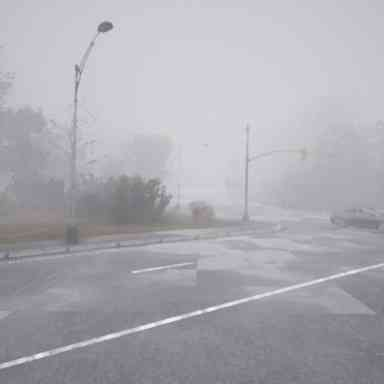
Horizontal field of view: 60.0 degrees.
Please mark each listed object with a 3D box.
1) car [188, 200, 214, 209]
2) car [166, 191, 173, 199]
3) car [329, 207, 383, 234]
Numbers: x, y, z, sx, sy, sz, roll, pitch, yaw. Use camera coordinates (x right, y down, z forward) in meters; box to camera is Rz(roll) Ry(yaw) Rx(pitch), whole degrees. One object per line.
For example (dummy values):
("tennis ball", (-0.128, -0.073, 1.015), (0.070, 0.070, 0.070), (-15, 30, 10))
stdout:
("car", (1.109, 1.655, 41.145), (1.895, 1.301, 4.718), (2, 1, -20))
("car", (-4.911, 0.577, 66.102), (1.994, 1.385, 4.181), (1, 3, -8))
("car", (10.830, 1.673, 20.279), (2.128, 1.511, 4.902), (2, -1, -30))
